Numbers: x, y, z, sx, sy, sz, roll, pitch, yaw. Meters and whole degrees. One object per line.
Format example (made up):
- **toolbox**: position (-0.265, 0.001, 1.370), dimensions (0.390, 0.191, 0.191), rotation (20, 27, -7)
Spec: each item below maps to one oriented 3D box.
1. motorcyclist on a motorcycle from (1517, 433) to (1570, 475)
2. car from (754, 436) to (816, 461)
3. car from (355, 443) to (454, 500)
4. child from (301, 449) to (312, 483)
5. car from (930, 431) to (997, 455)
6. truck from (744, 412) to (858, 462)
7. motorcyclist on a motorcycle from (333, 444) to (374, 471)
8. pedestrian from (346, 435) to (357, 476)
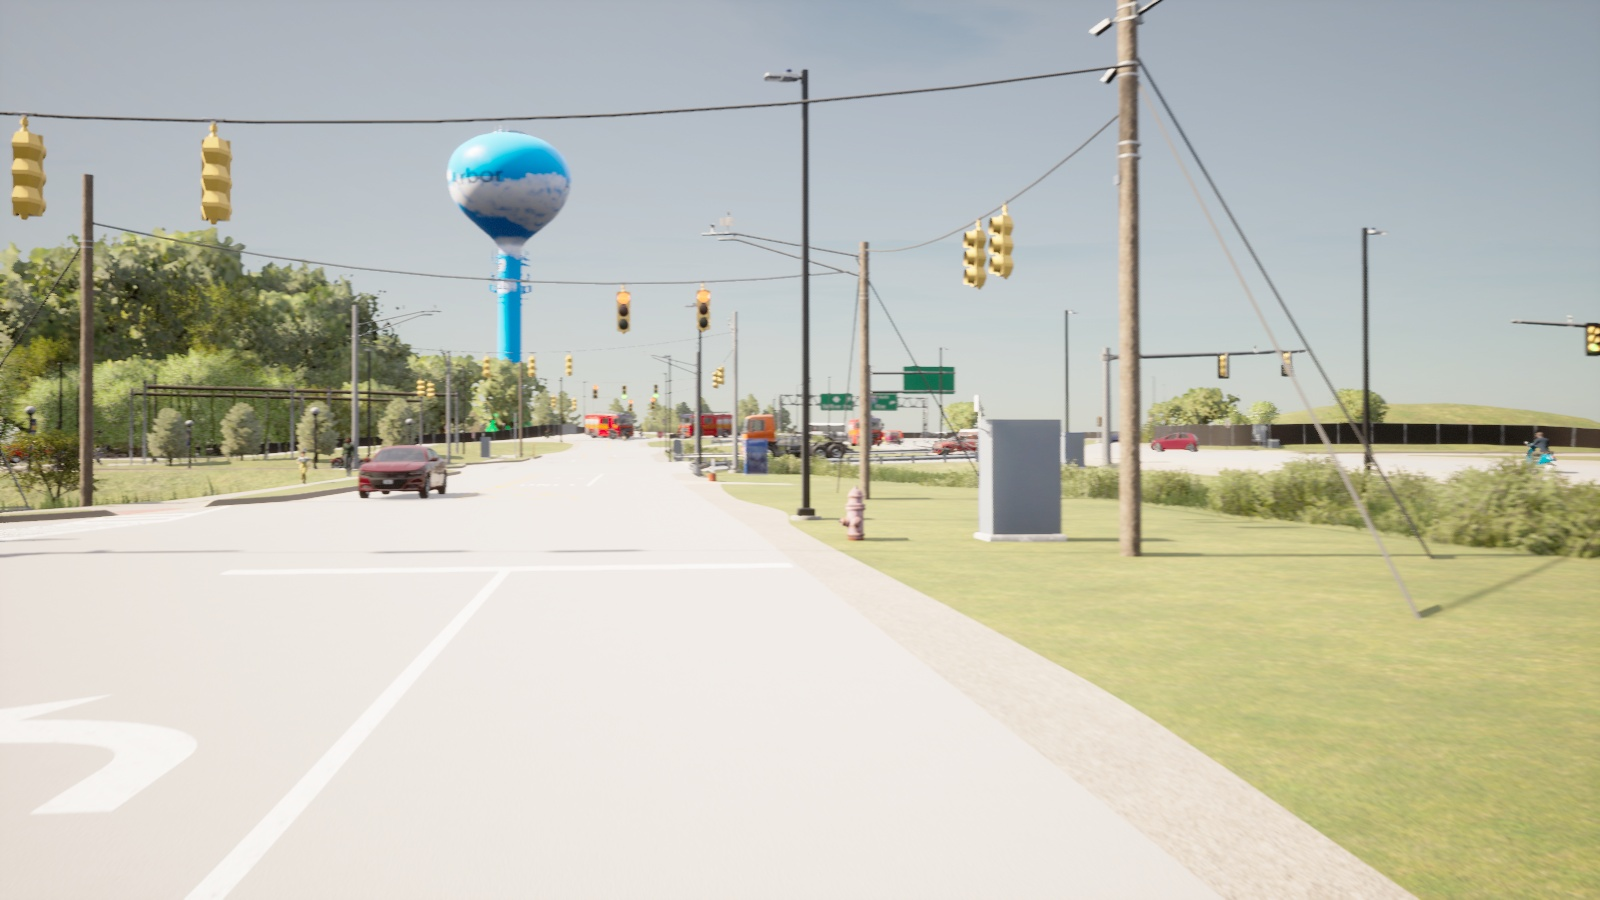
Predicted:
- **motorcyclist on a motorcycle**: position (28.993, 0.143, 48.995), dimensions (0.866, 1.590, 1.817), rotation (0, 0, -7)
- **car**: position (-1.130, -0.129, 94.153), dimensions (4.553, 1.767, 2.097), rotation (0, 1, -4)
- **car**: position (-11.519, 0.581, 36.898), dimensions (1.882, 1.535, 5.008), rotation (0, 0, -7)
- **child**: position (-17.982, 0.585, 45.772), dimensions (0.270, 1.263, 0.437), rotation (0, -1, -4)
- **car**: position (12.433, -0.529, 95.779), dimensions (4.611, 1.667, 2.242), rotation (-2, 1, -7)
- **truck**: position (0.028, -0.939, 90.662), dimensions (7.936, 3.462, 2.891), rotation (-1, 1, -7)
- **motorcyclist on a motorcycle**: position (-27.967, 0.449, 78.641), dimensions (2.350, 1.649, 0.766), rotation (0, 1, -12)
- **pedestrian**: position (-20.109, 0.253, 56.308), dimensions (0.353, 1.847, 0.614), rotation (0, -1, -8)
